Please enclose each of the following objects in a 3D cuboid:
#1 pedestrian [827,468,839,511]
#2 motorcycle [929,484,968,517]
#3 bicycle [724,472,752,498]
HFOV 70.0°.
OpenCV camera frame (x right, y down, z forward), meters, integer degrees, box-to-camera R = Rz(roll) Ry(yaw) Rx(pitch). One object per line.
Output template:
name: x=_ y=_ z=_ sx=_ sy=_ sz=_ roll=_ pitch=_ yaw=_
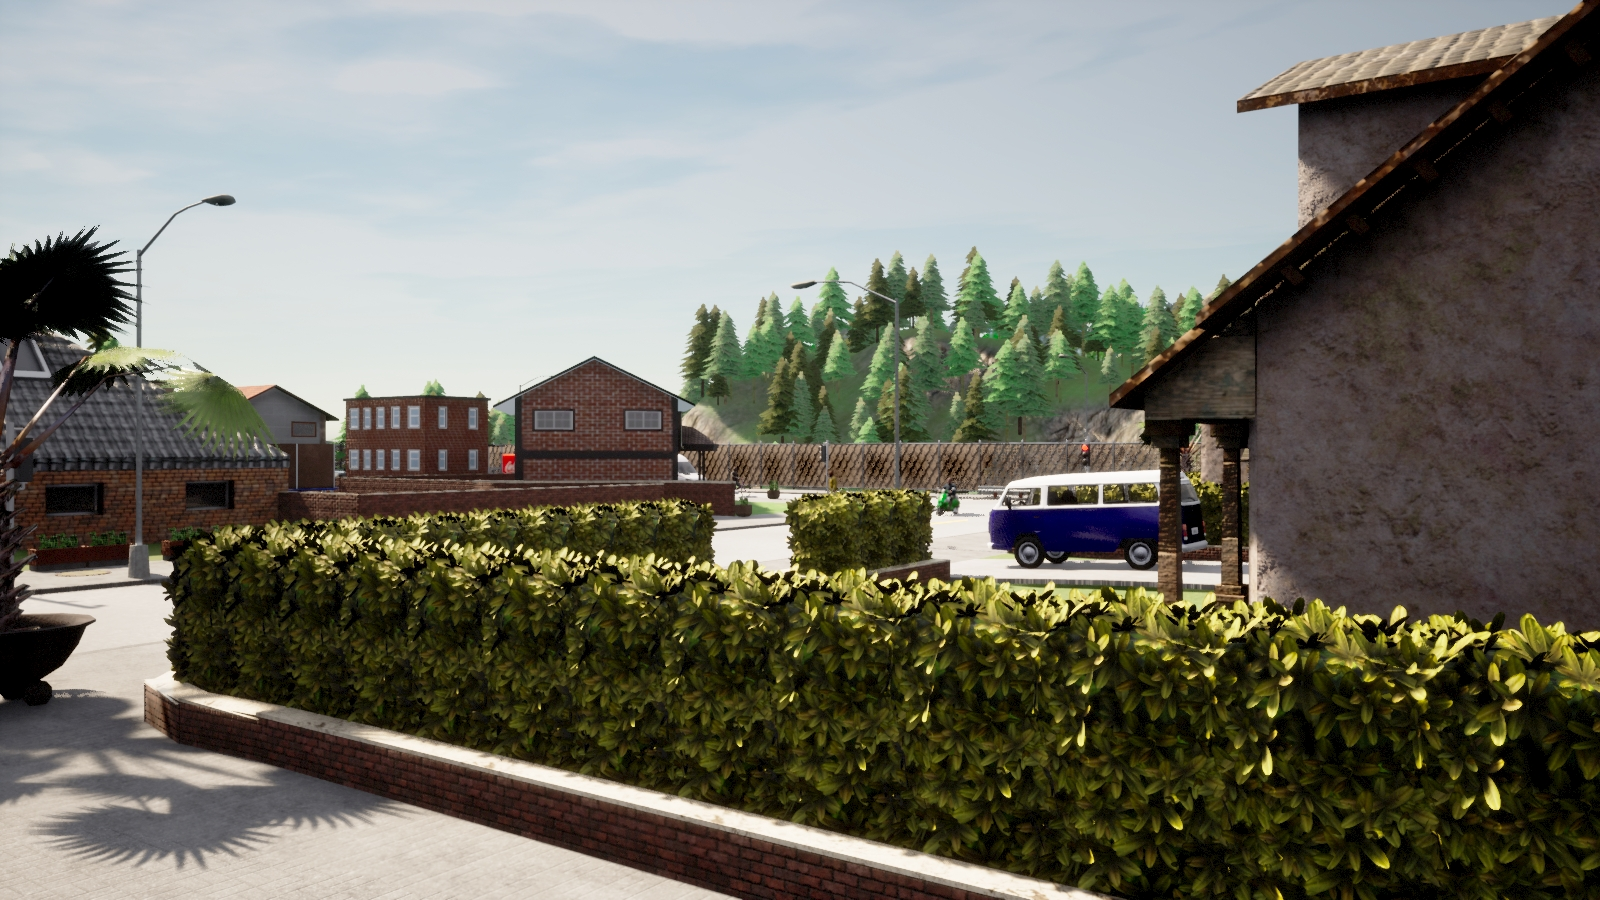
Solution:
pedestrian: x=1.444 y=1.734 z=49.939 sx=0.375 sy=1.860 sz=0.375 roll=0 pitch=0 yaw=-37
motorcycle: x=6.279 y=2.133 z=48.330 sx=0.856 sy=1.316 sz=1.805 roll=1 pitch=0 yaw=36
bicycle: x=-3.643 y=2.044 z=67.431 sx=1.835 sy=1.471 sz=0.329 roll=0 pitch=0 yaw=35
